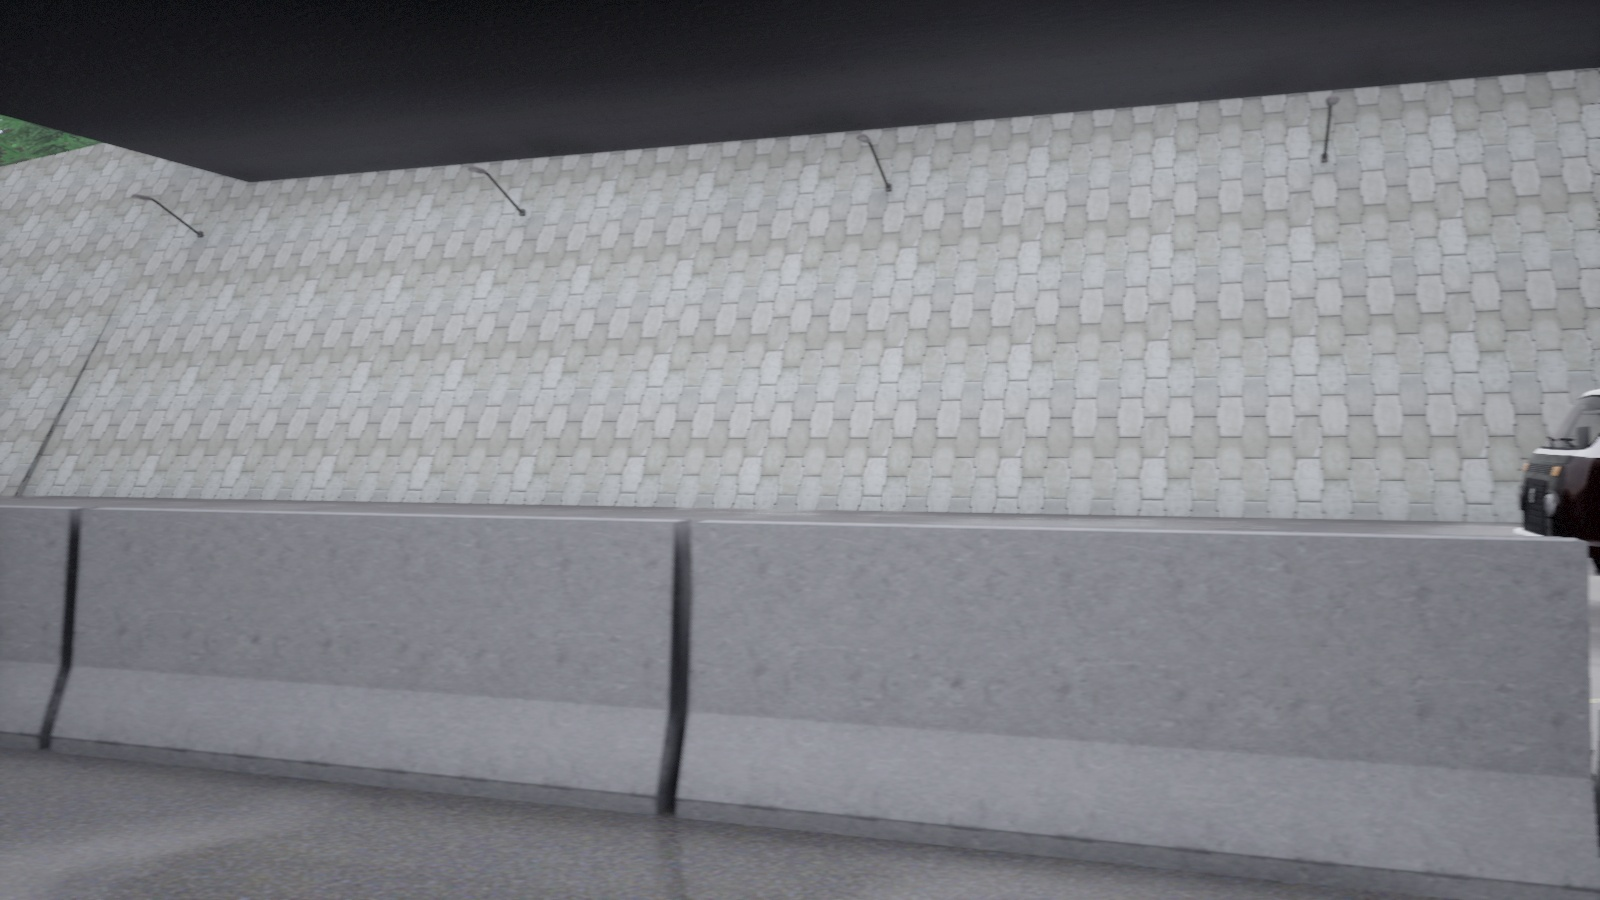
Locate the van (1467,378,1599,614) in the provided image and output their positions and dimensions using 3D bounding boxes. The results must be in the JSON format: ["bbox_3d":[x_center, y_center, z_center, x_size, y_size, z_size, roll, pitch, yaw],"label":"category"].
[{"bbox_3d":[8.727,0.401,11.330,4.480,2.038,2.069,1,1,19],"label":"van"}]
